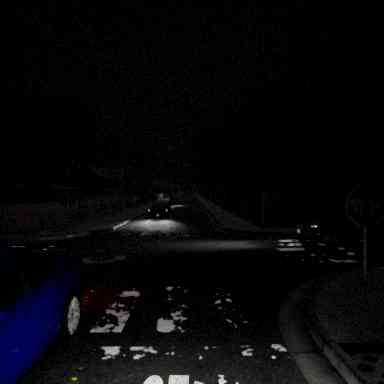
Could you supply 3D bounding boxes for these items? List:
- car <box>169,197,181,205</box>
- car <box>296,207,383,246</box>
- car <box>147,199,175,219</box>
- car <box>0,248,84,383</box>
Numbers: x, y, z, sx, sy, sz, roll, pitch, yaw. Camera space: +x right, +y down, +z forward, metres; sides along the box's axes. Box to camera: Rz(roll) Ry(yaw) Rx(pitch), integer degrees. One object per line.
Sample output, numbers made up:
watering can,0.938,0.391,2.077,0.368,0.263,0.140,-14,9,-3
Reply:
car,-2.886,1.501,55.309,1.994,1.385,4.181,0,0,0
car,6.894,1.307,13.865,4.902,1.511,2.128,-1,0,0
car,-2.821,1.598,29.543,1.895,1.301,4.718,0,0,0
car,-2.766,1.478,3.704,1.882,1.535,5.008,0,0,0
